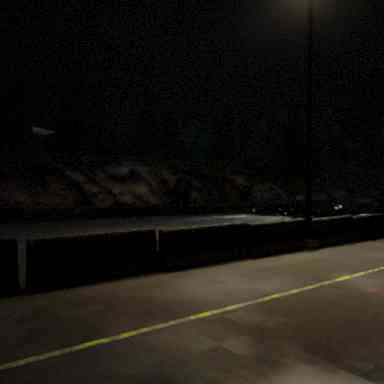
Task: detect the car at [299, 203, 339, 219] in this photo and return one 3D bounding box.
[{"bbox_3d":[12.478,1.700,30.156,5.357,1.411,2.033,0,0,-36],"label":"car"}]

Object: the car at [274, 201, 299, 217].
[{"bbox_3d":[10.786,1.755,33.248,4.718,1.301,1.895,0,0,-36],"label":"car"}]

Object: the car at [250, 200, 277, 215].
[{"bbox_3d":[8.385,1.647,35.833,4.902,1.511,2.128,0,0,-36],"label":"car"}]

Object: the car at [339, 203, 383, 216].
[{"bbox_3d":[14.509,1.655,27.304,4.892,1.490,1.837,0,0,-36],"label":"car"}]
